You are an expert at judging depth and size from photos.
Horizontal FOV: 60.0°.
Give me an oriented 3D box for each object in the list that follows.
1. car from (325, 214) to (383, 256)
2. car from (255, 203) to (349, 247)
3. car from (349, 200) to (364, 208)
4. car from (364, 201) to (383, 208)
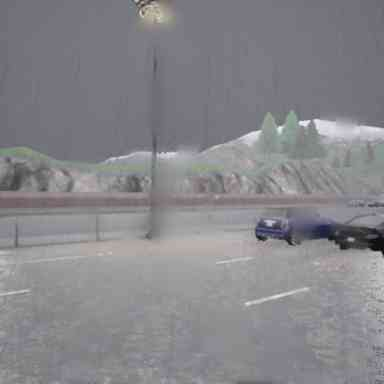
[{"bbox_3d":[7.941,1.637,13.796,5.008,1.535,1.882,0,0,-35],"label":"car"},{"bbox_3d":[5.234,1.501,16.171,4.553,1.767,2.097,1,-1,-35],"label":"car"},{"bbox_3d":[29.680,2.155,60.111,4.892,1.490,1.837,1,0,-40],"label":"car"},{"bbox_3d":[32.193,2.260,57.666,4.718,1.301,1.895,1,0,-40],"label":"car"}]
